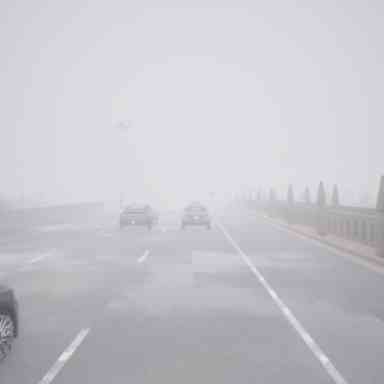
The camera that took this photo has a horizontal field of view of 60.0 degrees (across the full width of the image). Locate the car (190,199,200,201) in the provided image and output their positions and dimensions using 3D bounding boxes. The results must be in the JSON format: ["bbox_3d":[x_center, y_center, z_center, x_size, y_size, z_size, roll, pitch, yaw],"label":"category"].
[{"bbox_3d":[0.405,1.584,42.615,1.812,1.442,4.674,0,-1,0],"label":"car"}]

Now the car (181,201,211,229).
[{"bbox_3d":[0.250,1.560,21.816,2.033,1.411,5.357,0,0,0],"label":"car"}]

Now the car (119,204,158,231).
[{"bbox_3d":[-3.255,1.495,20.914,2.128,1.511,4.902,0,0,0],"label":"car"}]

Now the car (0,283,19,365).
[{"bbox_3d":[-3.347,1.485,2.764,2.128,1.511,4.902,0,0,0],"label":"car"}]

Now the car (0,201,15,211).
[{"bbox_3d":[-13.880,1.527,21.547,2.033,1.411,5.357,0,0,1],"label":"car"}]
